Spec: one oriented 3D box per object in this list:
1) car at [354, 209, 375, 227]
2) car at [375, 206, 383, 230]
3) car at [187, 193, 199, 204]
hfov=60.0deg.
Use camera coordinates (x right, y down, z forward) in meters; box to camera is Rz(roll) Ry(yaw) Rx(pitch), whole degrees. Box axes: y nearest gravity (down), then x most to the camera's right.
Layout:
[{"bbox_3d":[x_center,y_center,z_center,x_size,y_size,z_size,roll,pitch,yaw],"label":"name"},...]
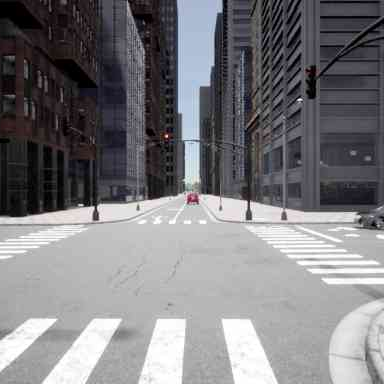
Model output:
[{"bbox_3d":[12.185,1.393,19.585,4.902,1.511,2.128,0,0,2],"label":"car"},{"bbox_3d":[12.157,1.401,16.355,4.902,1.511,2.128,0,0,-1],"label":"car"},{"bbox_3d":[0.191,1.240,62.324,2.150,2.045,5.566,0,0,0],"label":"car"}]
